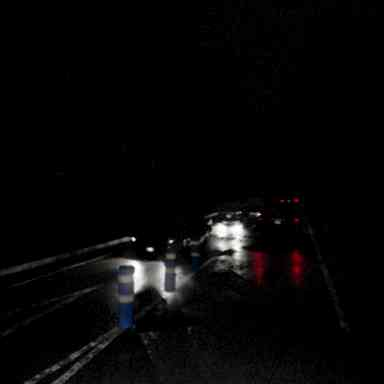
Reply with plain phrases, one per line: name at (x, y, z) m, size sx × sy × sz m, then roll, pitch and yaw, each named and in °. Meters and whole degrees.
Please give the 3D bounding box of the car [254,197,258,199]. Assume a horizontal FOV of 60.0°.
car at (7.176, 1.357, 37.817) m, size 1.882 × 1.535 × 5.008 m, roll 1°, pitch 1°, yaw 18°

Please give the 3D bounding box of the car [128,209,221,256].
car at (-0.549, 1.508, 13.466) m, size 2.033 × 1.411 × 5.357 m, roll 1°, pitch 0°, yaw 18°

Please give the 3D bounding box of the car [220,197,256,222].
car at (3.313, 1.430, 25.651) m, size 2.128 × 1.511 × 4.902 m, roll 1°, pitch 1°, yaw 18°

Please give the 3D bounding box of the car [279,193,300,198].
car at (11.752, 1.167, 40.102) m, size 2.150 × 2.045 × 5.566 m, roll 1°, pitch 0°, yaw 17°

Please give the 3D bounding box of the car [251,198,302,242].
car at (4.464, 1.385, 16.894) m, size 2.097 × 1.767 × 4.553 m, roll 1°, pitch 0°, yaw 17°
